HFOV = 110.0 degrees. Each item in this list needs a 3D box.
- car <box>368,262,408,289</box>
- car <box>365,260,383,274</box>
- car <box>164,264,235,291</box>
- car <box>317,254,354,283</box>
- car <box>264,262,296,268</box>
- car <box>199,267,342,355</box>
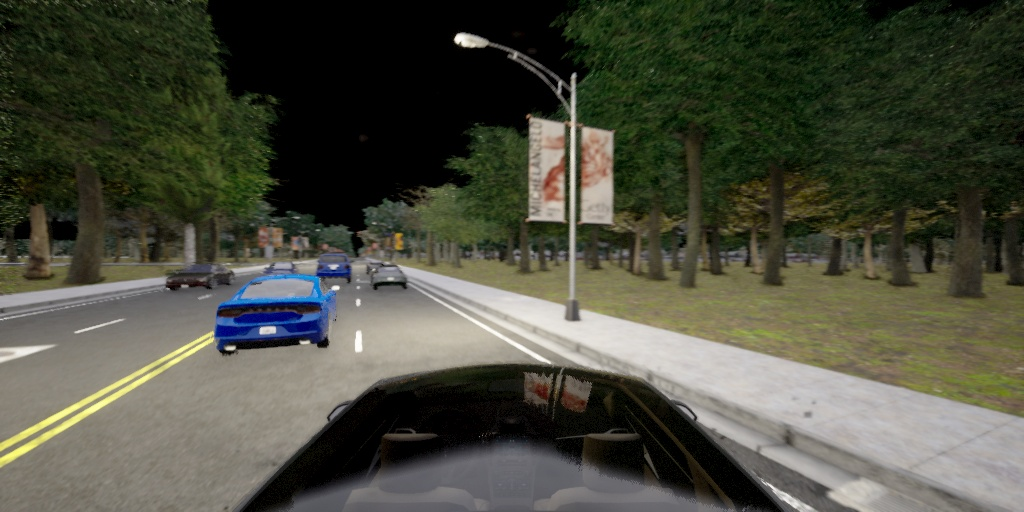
[{"bbox_3d":[-7.711,1.251,22.373,1.994,1.385,4.181,0,0,-23],"label":"car"},{"bbox_3d":[-14.715,1.122,38.734,2.128,1.511,4.902,0,0,-23],"label":"car"},{"bbox_3d":[-17.885,1.159,20.909,2.033,1.411,5.357,0,0,-23],"label":"car"},{"bbox_3d":[-12.789,0.869,26.034,2.150,2.045,5.566,0,0,-23],"label":"car"},{"bbox_3d":[-16.296,1.148,25.459,1.812,1.442,4.674,0,0,-23],"label":"car"},{"bbox_3d":[-5.390,1.185,8.765,1.882,1.535,5.008,0,0,-23],"label":"car"}]
